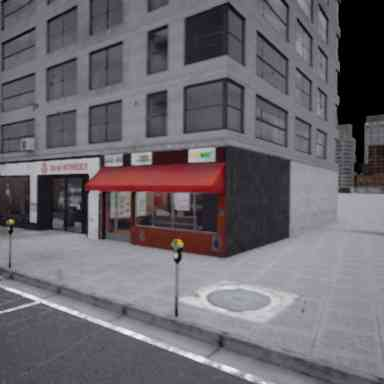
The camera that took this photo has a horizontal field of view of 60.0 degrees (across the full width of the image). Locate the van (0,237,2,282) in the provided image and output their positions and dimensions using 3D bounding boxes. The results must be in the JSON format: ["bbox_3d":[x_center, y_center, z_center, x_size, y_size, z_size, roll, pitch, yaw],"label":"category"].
[{"bbox_3d":[-5.774,1.232,7.216,3.998,1.788,1.690,1,1,36],"label":"van"}]
